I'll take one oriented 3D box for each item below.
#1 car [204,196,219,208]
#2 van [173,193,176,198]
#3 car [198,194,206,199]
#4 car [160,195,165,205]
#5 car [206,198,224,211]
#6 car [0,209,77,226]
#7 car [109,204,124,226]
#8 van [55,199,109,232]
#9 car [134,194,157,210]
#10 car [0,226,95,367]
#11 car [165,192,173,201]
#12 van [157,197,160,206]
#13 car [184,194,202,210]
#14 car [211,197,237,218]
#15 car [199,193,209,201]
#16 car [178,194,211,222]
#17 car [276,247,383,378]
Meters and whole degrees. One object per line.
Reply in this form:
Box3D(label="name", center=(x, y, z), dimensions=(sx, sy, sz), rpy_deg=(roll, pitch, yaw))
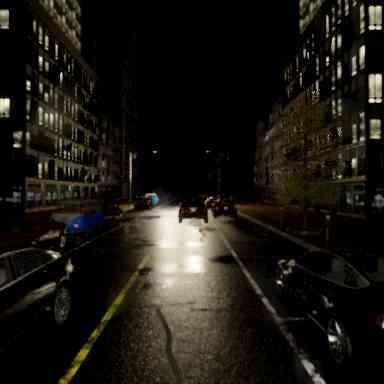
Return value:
Box3D(label="car", center=(2.669, 1.346, 45.497), dimensions=(1.752, 1.417, 4.829), rpy_deg=(0, 0, 0))
Box3D(label="van", center=(-5.732, 0.991, 85.181), dimensions=(1.690, 1.788, 3.998), rpy_deg=(0, 0, 0))
Box3D(label="car", center=(2.644, 1.176, 90.862), dimensions=(2.008, 1.369, 4.403), rpy_deg=(0, 0, 0))
Box3D(label="car", center=(-5.715, 1.363, 51.030), dimensions=(1.947, 1.339, 4.313), rpy_deg=(0, 0, 0))
Box3D(label="car", center=(2.672, 1.427, 39.635), dimensions=(1.802, 1.307, 4.206), rpy_deg=(0, 0, 0))
Box3D(label="car", center=(-5.693, 1.503, 11.184), dimensions=(1.887, 1.381, 4.507), rpy_deg=(0, 0, 0))
Box3D(label="car", center=(-5.699, 1.496, 22.569), dimensions=(1.802, 1.307, 4.206), rpy_deg=(0, 0, 0))
Box3D(label="van", center=(-5.695, 1.277, 16.876), dimensions=(1.690, 1.788, 3.998), rpy_deg=(0, 0, 0))
Box3D(label="car", center=(-5.708, 1.285, 39.644), dimensions=(1.967, 1.590, 4.097), rpy_deg=(0, 0, 0))
Box3D(label="car", center=(-3.058, 1.477, 4.152), dimensions=(2.128, 1.511, 4.902), rpy_deg=(0, 0, 0))
Box3D(label="car", center=(-5.727, 1.226, 73.627), dimensions=(1.752, 1.417, 4.829), rpy_deg=(0, 0, 0))
Box3D(label="van", center=(-5.710, 1.162, 45.337), dimensions=(1.690, 1.788, 3.998), rpy_deg=(0, 0, 0))
Box3D(label="car", center=(0.078, 1.191, 41.009), dimensions=(2.097, 1.767, 4.553), rpy_deg=(0, 0, 0))
Box3D(label="car", center=(2.679, 1.332, 28.250), dimensions=(1.967, 1.590, 4.097), rpy_deg=(0, 0, 0))
Box3D(label="car", center=(2.654, 1.140, 73.786), dimensions=(1.967, 1.590, 4.097), rpy_deg=(0, 0, 0))
Box3D(label="car", center=(0.086, 1.257, 25.104), dimensions=(2.097, 1.767, 4.553), rpy_deg=(0, 0, 0))
Box3D(label="car", center=(2.690, 1.545, 5.484), dimensions=(1.947, 1.339, 4.313), rpy_deg=(0, 0, 0))
